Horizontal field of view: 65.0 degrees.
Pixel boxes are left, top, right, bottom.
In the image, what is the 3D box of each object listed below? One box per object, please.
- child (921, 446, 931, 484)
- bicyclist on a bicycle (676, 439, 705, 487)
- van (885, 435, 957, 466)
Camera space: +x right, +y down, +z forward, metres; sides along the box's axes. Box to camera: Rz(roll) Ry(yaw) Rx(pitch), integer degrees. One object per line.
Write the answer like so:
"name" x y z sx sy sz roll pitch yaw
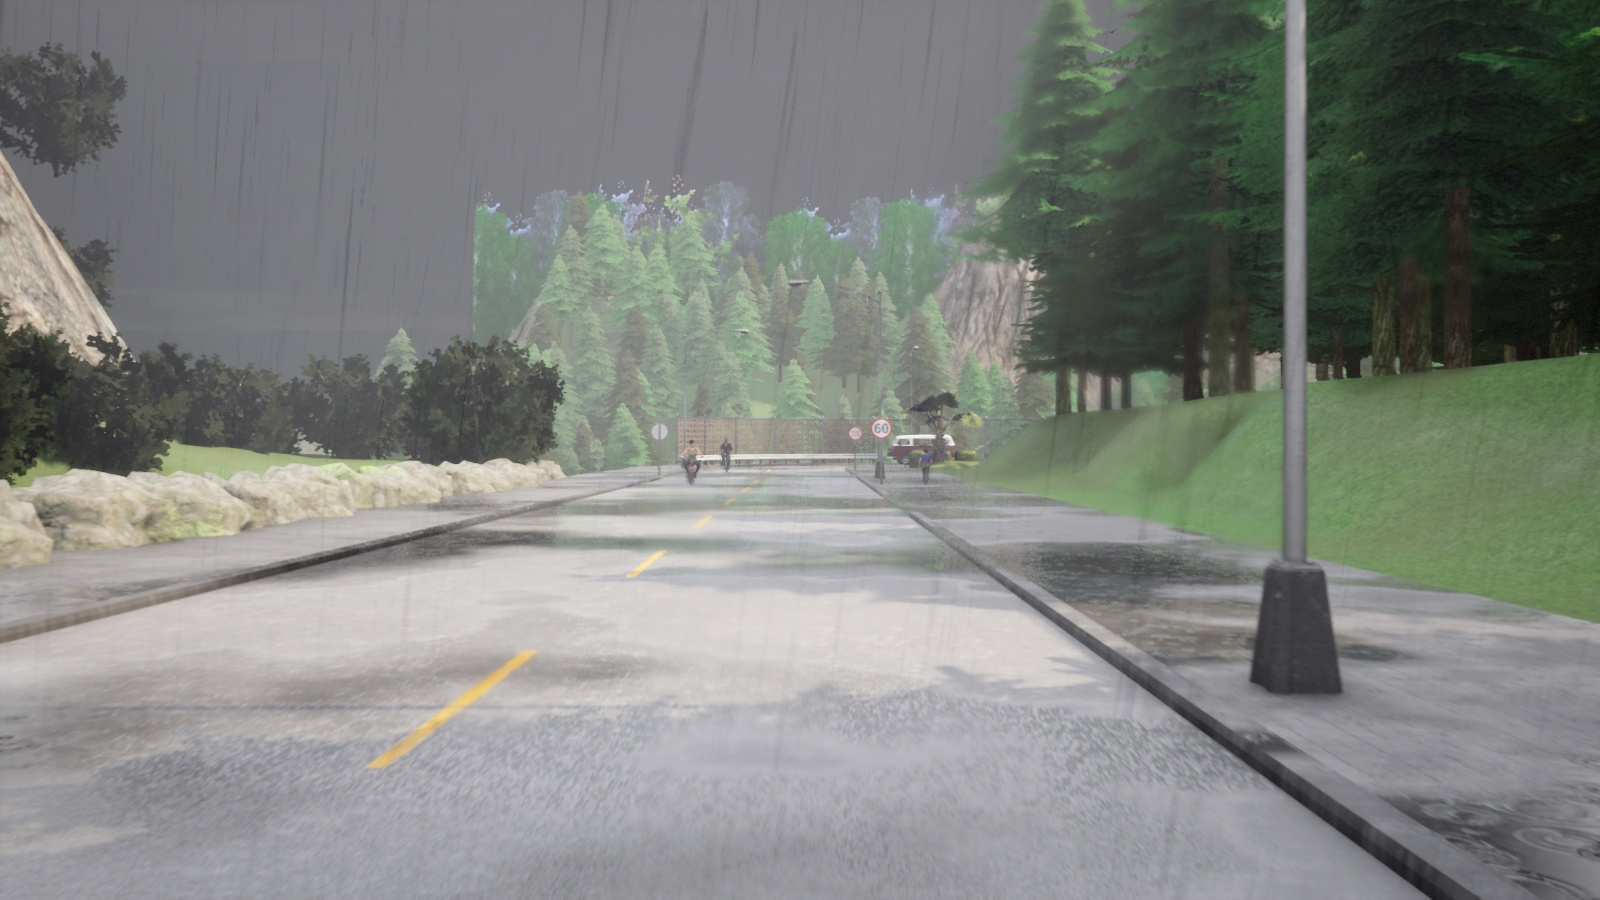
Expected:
"child" 4.218 0.503 42.065 0.270 1.263 0.437 0 0 13
"bicyclist on a bicycle" -3.740 0.437 43.122 0.866 1.612 1.509 0 0 0
"van" 7.954 0.009 83.026 4.480 2.038 2.069 0 0 -2
